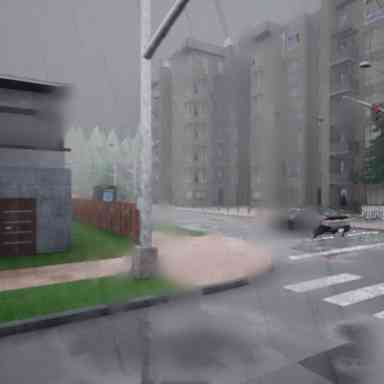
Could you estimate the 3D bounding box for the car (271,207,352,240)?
[{"bbox_3d":[5.901,1.519,17.159,2.128,1.511,4.902,-2,0,-18],"label":"car"}]
